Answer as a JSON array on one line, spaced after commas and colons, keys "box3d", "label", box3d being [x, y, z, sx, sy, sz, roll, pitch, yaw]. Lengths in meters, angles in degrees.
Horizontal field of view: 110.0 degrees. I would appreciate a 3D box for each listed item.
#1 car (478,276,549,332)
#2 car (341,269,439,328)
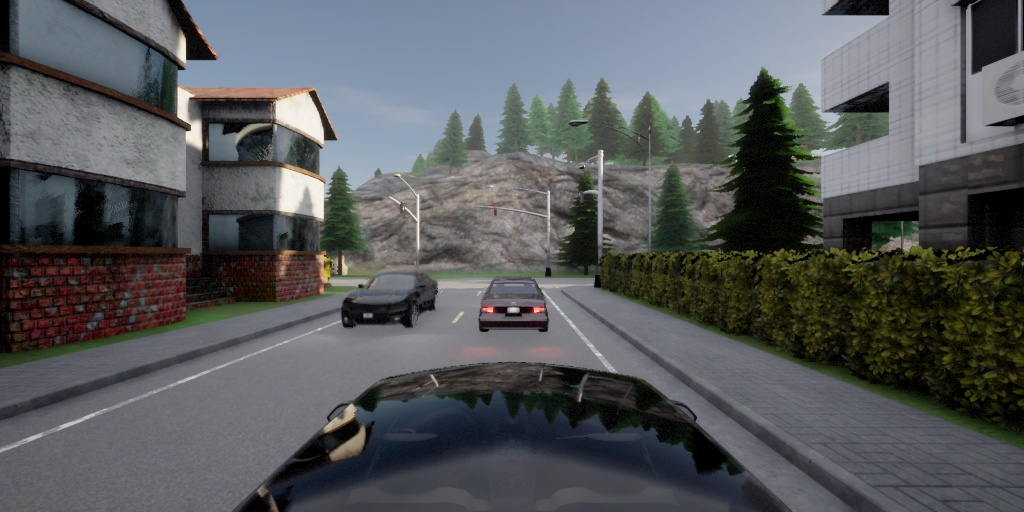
[{"box3d": [0.055, 1.297, 10.810, 2.033, 1.411, 5.357, 0, 0, 1], "label": "car"}, {"box3d": [-3.652, 1.227, 11.542, 1.882, 1.535, 5.008, 0, 0, -1], "label": "car"}]
